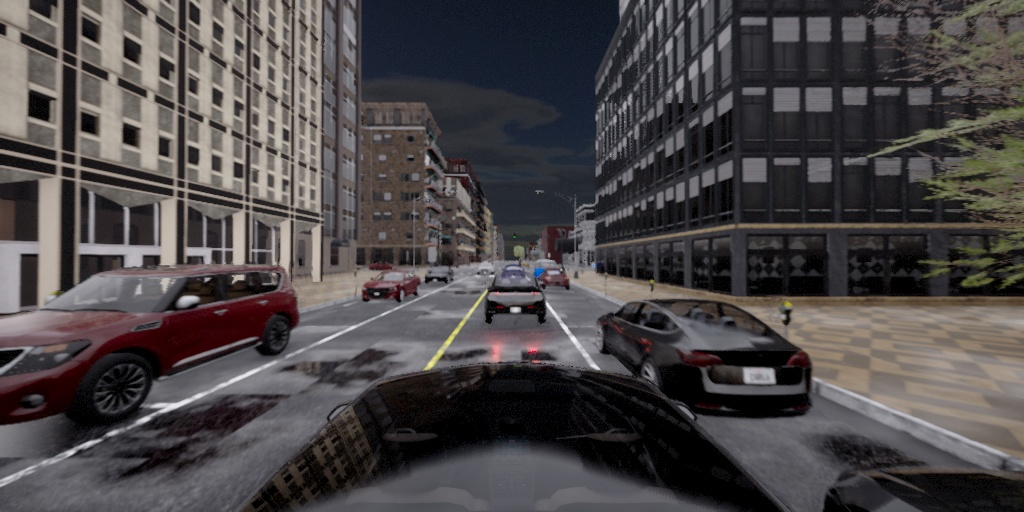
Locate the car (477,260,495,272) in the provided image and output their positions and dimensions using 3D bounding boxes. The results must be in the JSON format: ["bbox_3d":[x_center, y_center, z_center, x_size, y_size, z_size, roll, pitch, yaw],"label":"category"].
[{"bbox_3d":[-3.005,1.454,41.997,1.812,1.442,4.674,0,0,0],"label":"car"}]

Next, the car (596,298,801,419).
[{"bbox_3d":[2.657,1.333,5.934,1.948,1.339,4.313,0,0,0],"label":"car"}]

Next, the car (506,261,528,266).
[{"bbox_3d":[0.098,1.388,28.498,1.812,1.442,4.674,0,0,0],"label":"car"}]

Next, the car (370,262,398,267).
[{"bbox_3d":[-17.472,1.483,49.495,4.207,1.307,1.802,0,0,0],"label":"car"}]

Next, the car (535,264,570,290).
[{"bbox_3d":[2.655,1.420,23.001,1.802,1.307,4.207,0,0,0],"label":"car"}]

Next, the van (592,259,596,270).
[{"bbox_3d":[14.891,1.410,57.955,3.998,1.789,1.690,0,0,0],"label":"van"}]

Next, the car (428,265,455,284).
[{"bbox_3d":[-5.693,1.429,28.715,1.948,1.339,4.313,0,0,0],"label":"car"}]

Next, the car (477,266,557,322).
[{"bbox_3d":[0.099,1.286,12.370,2.128,1.511,4.902,0,0,0],"label":"car"}]

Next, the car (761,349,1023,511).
[{"bbox_3d":[2.658,1.310,0.245,1.948,1.339,4.313,0,0,0],"label":"car"}]

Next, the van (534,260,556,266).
[{"bbox_3d":[2.654,1.204,28.690,1.690,1.789,3.998,0,0,0],"label":"van"}]

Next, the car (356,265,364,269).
[{"bbox_3d":[-22.965,1.415,49.481,4.829,1.417,1.751,0,0,0],"label":"car"}]

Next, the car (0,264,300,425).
[{"bbox_3d":[-5.690,1.081,5.959,2.192,1.841,5.009,0,0,0],"label":"car"}]

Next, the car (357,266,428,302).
[{"bbox_3d":[-5.692,1.359,17.338,1.888,1.381,4.507,0,0,0],"label":"car"}]

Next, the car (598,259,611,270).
[{"bbox_3d":[14.915,1.308,49.576,5.009,1.841,2.192,0,0,0],"label":"car"}]
